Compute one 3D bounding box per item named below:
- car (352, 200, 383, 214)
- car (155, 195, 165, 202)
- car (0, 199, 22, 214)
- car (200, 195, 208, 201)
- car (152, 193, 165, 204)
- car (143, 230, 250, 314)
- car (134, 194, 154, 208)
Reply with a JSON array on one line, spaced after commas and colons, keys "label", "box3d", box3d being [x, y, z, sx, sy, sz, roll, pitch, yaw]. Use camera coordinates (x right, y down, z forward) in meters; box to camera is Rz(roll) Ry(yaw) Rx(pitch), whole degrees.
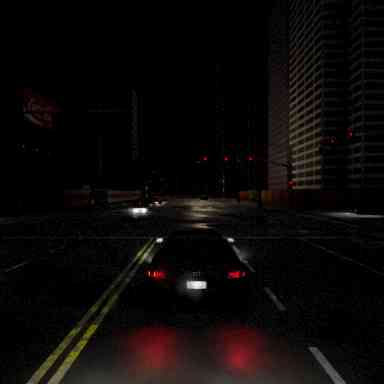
[{"label": "car", "box3d": [19.626, 1.546, 34.492, 5.357, 1.411, 2.033, 0, 0, 0]}, {"label": "car", "box3d": [-7.201, 1.498, 76.091, 1.837, 1.490, 4.892, 0, 0, 0]}, {"label": "car", "box3d": [-20.091, 1.490, 34.123, 4.902, 1.511, 2.128, 0, 0, 0]}, {"label": "car", "box3d": [3.268, 1.523, 87.544, 2.128, 1.511, 4.902, 0, 0, 0]}, {"label": "car", "box3d": [-7.198, 1.222, 65.557, 2.150, 2.045, 5.566, 0, 0, 0]}, {"label": "car", "box3d": [0.076, 1.564, 7.706, 1.994, 1.385, 4.181, 0, 0, 0]}, {"label": "car", "box3d": [-7.214, 1.487, 48.086, 2.128, 1.511, 4.902, 0, 0, 0]}]
